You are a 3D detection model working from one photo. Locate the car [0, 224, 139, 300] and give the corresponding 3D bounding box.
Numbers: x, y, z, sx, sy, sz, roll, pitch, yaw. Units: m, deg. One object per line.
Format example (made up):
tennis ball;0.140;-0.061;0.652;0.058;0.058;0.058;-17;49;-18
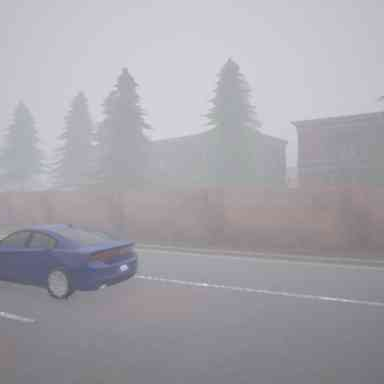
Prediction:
car;-3.739;1.570;8.586;5.008;1.535;1.882;0;0;26
